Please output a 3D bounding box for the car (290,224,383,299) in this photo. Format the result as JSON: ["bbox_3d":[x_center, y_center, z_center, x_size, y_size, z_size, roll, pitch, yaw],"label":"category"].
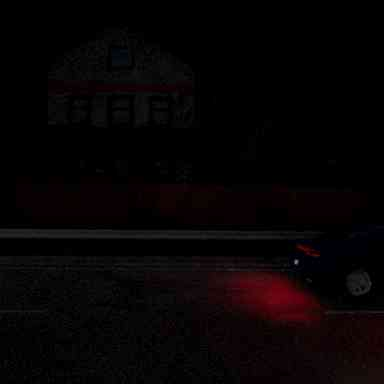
[{"bbox_3d":[4.971,1.550,8.046,5.008,1.535,1.882,1,0,-1],"label":"car"}]
